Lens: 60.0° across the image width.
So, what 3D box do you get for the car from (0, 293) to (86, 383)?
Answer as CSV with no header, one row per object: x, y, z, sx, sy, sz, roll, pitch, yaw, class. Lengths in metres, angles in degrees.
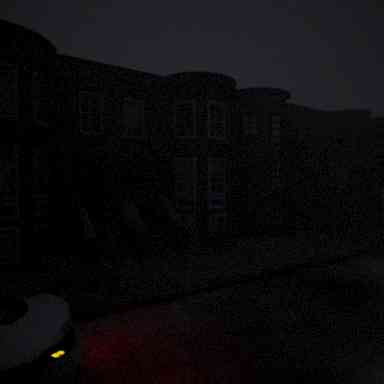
-3.182,1.542,2.343,4.674,1.442,1.812,-1,1,-35,car
